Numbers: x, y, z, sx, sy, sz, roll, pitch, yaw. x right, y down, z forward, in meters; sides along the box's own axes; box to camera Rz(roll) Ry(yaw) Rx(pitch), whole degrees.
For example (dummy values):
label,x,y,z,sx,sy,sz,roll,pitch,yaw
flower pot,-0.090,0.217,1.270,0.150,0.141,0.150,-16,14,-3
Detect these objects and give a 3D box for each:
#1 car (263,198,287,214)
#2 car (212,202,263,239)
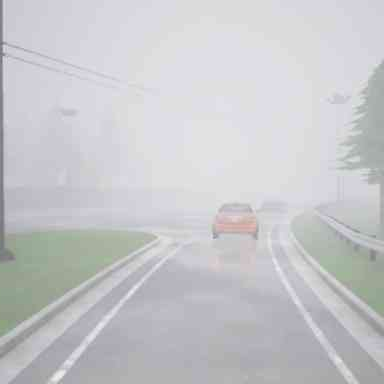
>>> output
label,x,y,z,sx,sy,sz,roll,pitch,yaw
car,8.377,1.304,33.711,1.882,1.535,5.008,0,0,25
car,2.372,1.260,16.886,2.097,1.767,4.553,0,0,13
